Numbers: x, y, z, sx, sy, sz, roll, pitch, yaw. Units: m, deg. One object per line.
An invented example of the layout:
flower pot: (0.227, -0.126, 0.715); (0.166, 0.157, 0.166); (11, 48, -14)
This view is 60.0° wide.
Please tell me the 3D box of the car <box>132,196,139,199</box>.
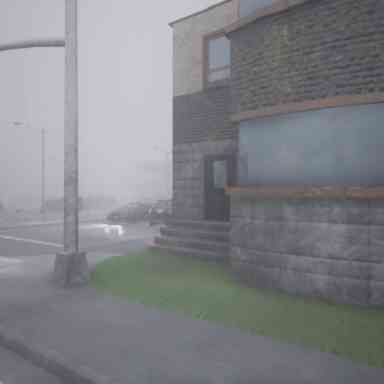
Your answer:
car: (-8.178, 1.354, 54.552); (1.970, 1.475, 3.806); (0, 0, 35)

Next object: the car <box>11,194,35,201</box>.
car: (-38.692, 1.311, 76.167); (2.007, 1.523, 4.514); (0, 0, 35)

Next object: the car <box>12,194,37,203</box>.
car: (-30.913, 1.299, 61.266); (1.845, 1.501, 3.633); (0, 0, 35)

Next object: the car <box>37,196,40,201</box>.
car: (-22.799, 1.284, 55.433); (2.007, 1.523, 4.514); (0, 0, 35)

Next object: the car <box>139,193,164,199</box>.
car: (-5.825, 1.072, 52.125); (1.905, 1.878, 3.866); (0, 0, 35)

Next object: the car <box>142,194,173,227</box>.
car: (-0.590, 1.168, 20.594); (2.097, 1.767, 4.553); (0, 0, 36)

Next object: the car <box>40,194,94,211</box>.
car: (-13.223, 1.295, 35.444); (2.007, 1.523, 4.514); (0, 0, 35)

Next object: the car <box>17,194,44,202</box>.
car: (-36.107, 1.303, 74.389); (2.152, 1.636, 5.027); (0, 0, 35)

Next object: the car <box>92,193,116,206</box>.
car: (-13.067, 1.090, 47.625); (1.932, 1.855, 4.605); (0, 0, 35)

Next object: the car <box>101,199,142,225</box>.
car: (-3.658, 1.377, 22.487); (1.994, 1.385, 4.181); (0, 0, 36)

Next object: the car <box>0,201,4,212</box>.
car: (-20.296, 1.227, 31.828); (1.970, 1.475, 3.806); (0, 0, 35)
